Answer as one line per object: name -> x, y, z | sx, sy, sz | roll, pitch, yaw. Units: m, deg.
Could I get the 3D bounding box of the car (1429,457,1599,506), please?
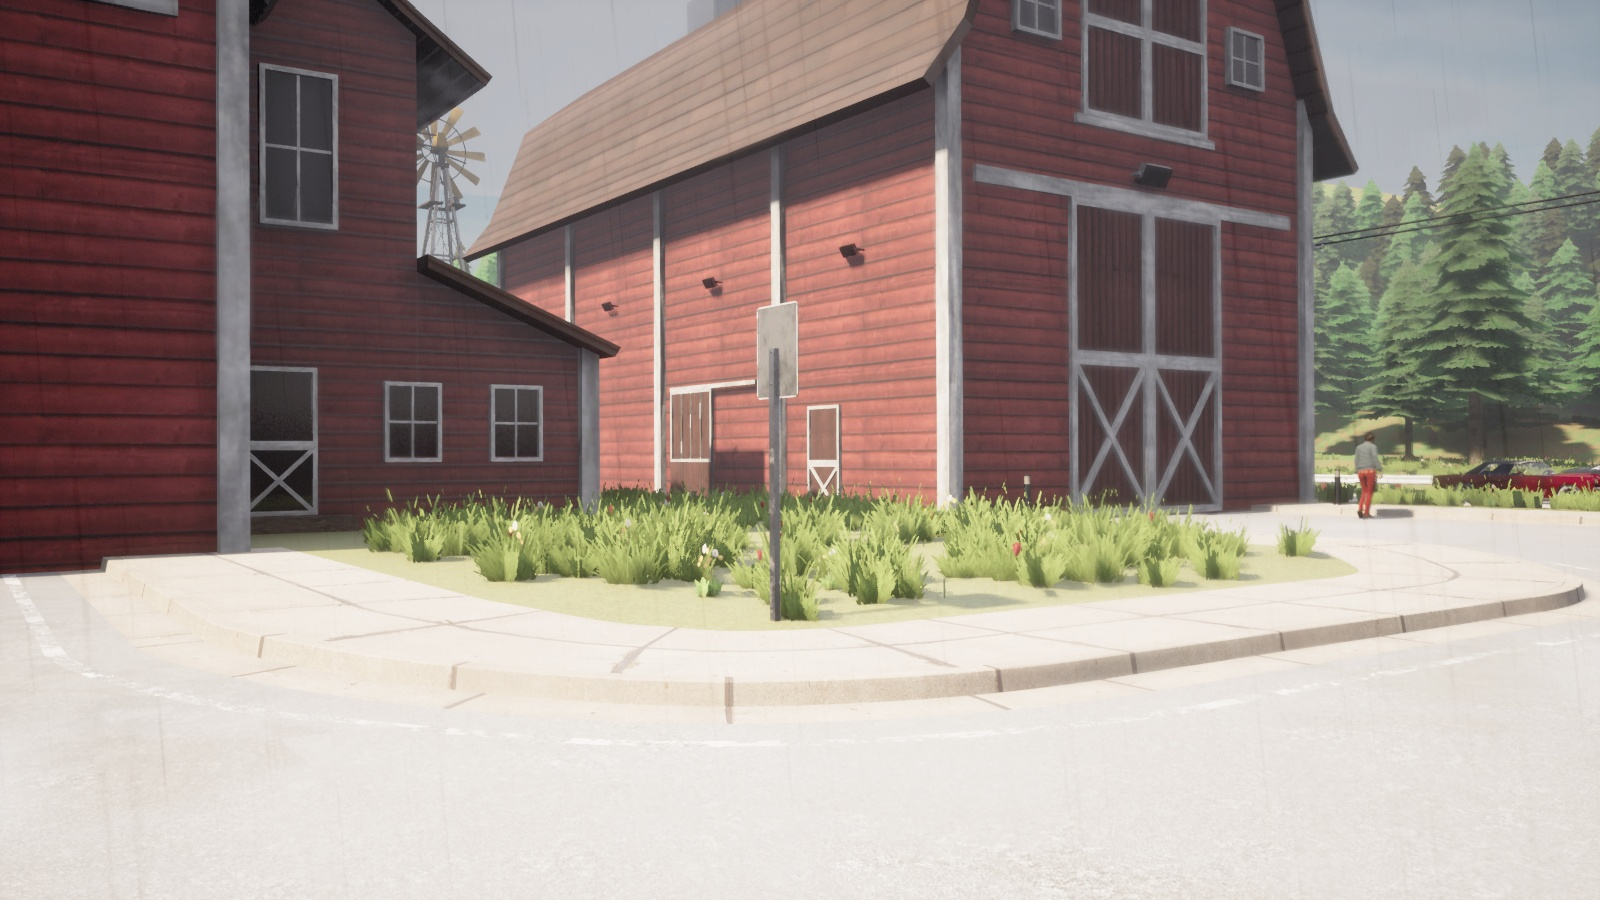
car -> 20.994, 0.865, 36.269 | 1.895, 1.301, 4.718 | 0, 0, -34

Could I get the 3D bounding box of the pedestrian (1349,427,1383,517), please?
pedestrian -> 11.782, 0.452, 26.128 | 0.614, 1.847, 0.353 | 0, 0, -34

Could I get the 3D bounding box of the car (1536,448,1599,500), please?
car -> 24.718, 0.691, 36.892 | 2.128, 1.511, 4.902 | 0, 0, -35
